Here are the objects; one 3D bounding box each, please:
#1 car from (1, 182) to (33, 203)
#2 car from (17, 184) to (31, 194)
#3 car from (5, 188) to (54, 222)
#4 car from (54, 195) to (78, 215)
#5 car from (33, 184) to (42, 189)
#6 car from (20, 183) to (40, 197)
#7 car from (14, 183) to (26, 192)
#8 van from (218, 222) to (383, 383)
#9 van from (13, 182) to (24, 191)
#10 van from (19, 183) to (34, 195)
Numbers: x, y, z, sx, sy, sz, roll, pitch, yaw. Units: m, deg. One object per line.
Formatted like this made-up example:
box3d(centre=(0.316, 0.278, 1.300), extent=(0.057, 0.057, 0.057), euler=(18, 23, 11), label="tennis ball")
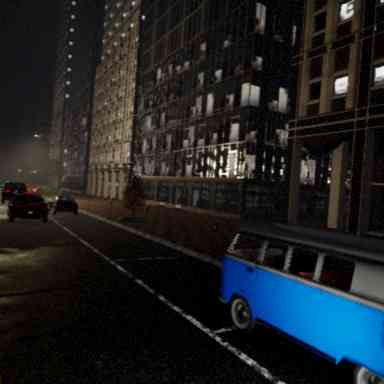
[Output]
box3d(centre=(-17.421, 0.031, 32.732), extent=(2.150, 2.045, 5.566), euler=(4, 0, -30), label="car")
box3d(centre=(-29.689, -0.590, 58.720), extent=(1.967, 1.590, 4.097), euler=(3, 0, -31), label="car")
box3d(centre=(-9.575, 0.823, 19.358), extent=(1.882, 1.535, 5.008), euler=(4, 0, -30), label="car")
box3d(centre=(-9.526, 0.902, 24.454), extent=(2.008, 1.369, 4.403), euler=(3, 0, -31), label="car")
box3d(centre=(-21.038, -0.122, 44.034), extent=(2.192, 1.841, 5.009), euler=(3, 0, -31), label="car")
box3d(centre=(-23.919, -0.320, 48.930), extent=(2.192, 1.841, 5.009), euler=(3, 0, -31), label="car")
box3d(centre=(-35.453, -0.986, 68.510), extent=(1.967, 1.590, 4.097), euler=(3, 0, -31), label="car")
box3d(centre=(2.013, 1.481, 4.873), extent=(1.690, 1.788, 3.998), euler=(3, 0, -31), label="van")
box3d(centre=(-38.328, -1.283, 73.405), extent=(1.690, 1.788, 3.998), euler=(3, 0, -31), label="van")
box3d(centre=(-26.802, -0.491, 53.825), extent=(1.690, 1.788, 3.998), euler=(3, 0, -31), label="van")
